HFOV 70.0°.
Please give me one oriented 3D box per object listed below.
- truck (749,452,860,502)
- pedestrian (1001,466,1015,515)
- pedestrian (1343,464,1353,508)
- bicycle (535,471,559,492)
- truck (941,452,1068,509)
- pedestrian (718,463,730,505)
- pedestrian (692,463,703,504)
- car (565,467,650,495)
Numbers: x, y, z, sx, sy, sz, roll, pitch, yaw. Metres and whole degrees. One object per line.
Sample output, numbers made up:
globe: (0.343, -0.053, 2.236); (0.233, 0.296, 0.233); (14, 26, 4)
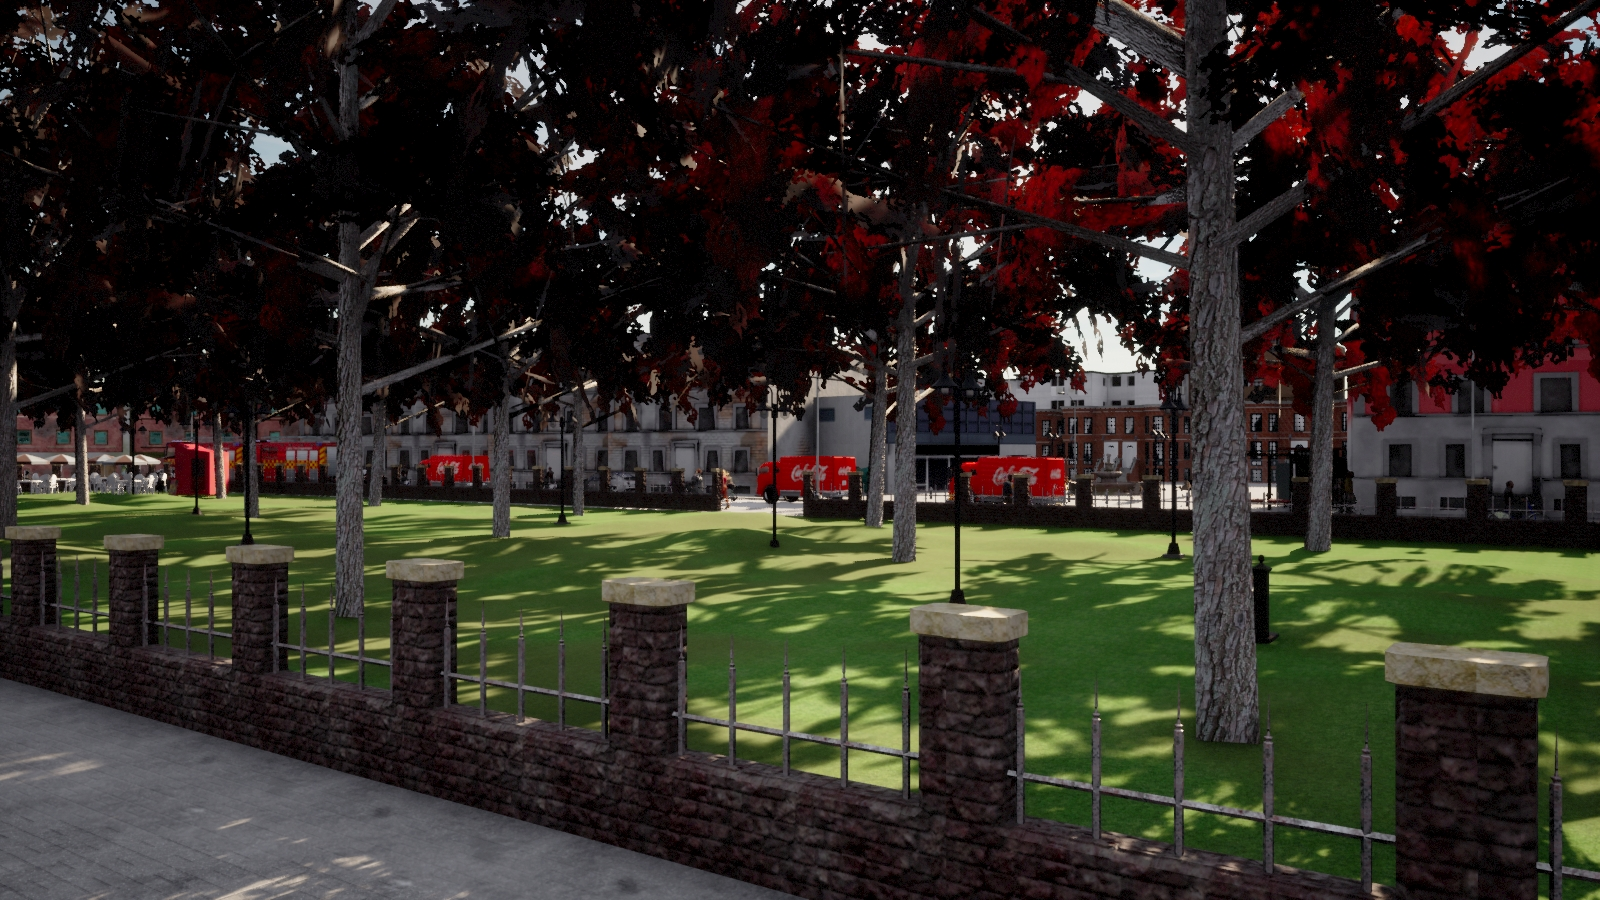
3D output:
truck: (0.206, 1.346, 59.636); (5.204, 2.467, 2.627); (0, 0, 35)
pedestrian: (7.916, 1.524, 43.448); (0.375, 1.860, 0.375); (0, 0, 36)
pedestrian: (23.226, 1.524, 48.425); (0.375, 1.860, 0.375); (0, 0, 26)
bicycle: (-15.681, 1.940, 70.806); (1.835, 1.271, 0.329); (0, 0, 35)
truck: (9.472, 1.350, 53.114); (5.204, 2.467, 2.627); (0, 0, 35)
pedestrian: (-3.419, 1.522, 51.562); (0.375, 1.860, 0.375); (0, 0, 35)
pedestrian: (-4.719, 1.525, 52.476); (0.375, 1.860, 0.375); (0, 0, 31)
car: (-11.432, 1.827, 67.802); (4.902, 1.511, 2.128); (0, 0, 35)
